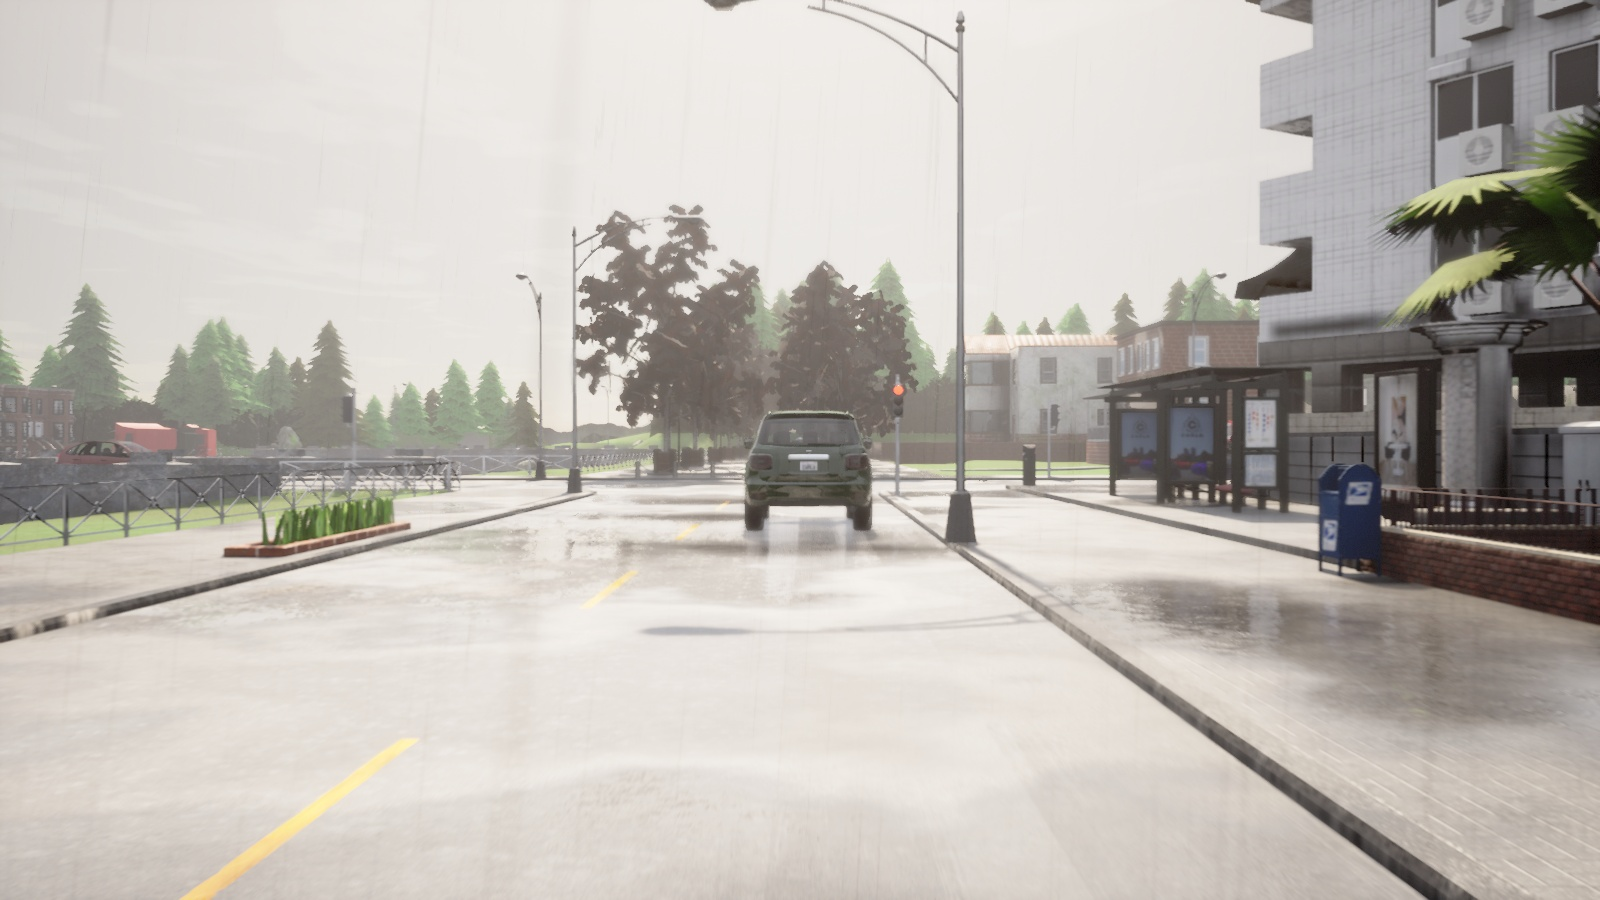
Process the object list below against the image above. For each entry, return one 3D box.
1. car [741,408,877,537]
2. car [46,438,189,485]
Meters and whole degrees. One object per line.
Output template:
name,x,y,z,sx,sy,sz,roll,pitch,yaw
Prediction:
car,0.148,0.337,22.730,2.150,2.045,5.566,0,0,0
car,-23.792,0.378,43.844,3.988,1.617,1.851,0,0,0
